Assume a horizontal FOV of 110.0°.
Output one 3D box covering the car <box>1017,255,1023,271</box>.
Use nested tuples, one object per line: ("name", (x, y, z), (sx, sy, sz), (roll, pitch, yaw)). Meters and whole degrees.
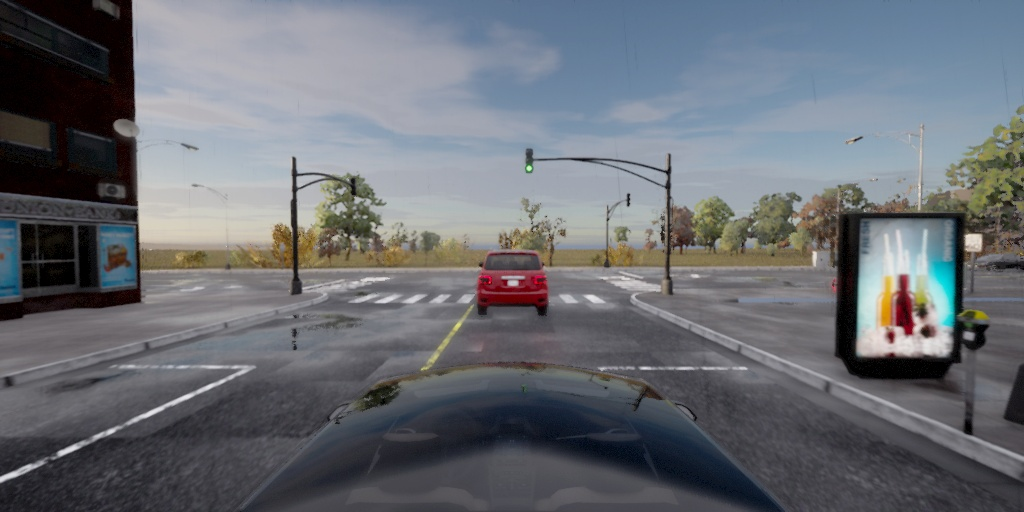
("car", (41.025, 0.603, 26.268), (4.892, 1.490, 1.837), (0, 2, 1))

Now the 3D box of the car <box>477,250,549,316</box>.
("car", (-0.008, 0.798, 12.585), (2.150, 2.045, 5.566), (0, 1, -1))

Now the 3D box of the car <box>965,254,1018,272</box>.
("car", (40.079, 0.535, 29.538), (4.674, 1.442, 1.812), (0, 2, 1))
